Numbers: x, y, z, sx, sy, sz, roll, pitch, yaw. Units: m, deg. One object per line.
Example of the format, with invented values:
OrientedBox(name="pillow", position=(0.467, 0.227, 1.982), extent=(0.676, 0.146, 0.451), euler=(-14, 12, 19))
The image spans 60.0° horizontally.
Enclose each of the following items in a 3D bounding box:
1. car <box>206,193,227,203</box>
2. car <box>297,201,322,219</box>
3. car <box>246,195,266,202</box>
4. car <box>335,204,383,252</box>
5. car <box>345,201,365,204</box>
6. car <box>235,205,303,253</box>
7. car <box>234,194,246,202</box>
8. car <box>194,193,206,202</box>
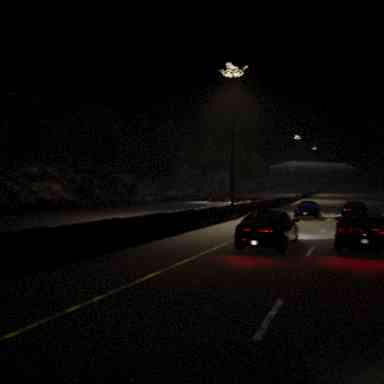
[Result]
OrientedBox(name="car", position=(4.692, 0.998, 58.711), extent=(1.882, 1.535, 5.008), euler=(0, 1, 25))
OrientedBox(name="car", position=(9.839, 1.446, 28.071), extent=(1.812, 1.442, 4.674), euler=(0, 1, 25))
OrientedBox(name="car", position=(11.048, 1.150, 55.794), extent=(1.895, 1.301, 4.718), euler=(0, 1, 25))
OrientedBox(name="car", position=(6.893, 1.491, 13.459), extent=(1.882, 1.535, 5.008), euler=(0, 1, 25))
OrientedBox(name="car", position=(12.736, 1.447, 26.011), extent=(1.837, 1.490, 4.892), euler=(0, 1, 25))
OrientedBox(name="car", position=(3.240, 1.509, 13.927), extent=(1.837, 1.490, 4.892), euler=(0, 1, 25))
OrientedBox(name="car", position=(8.415, 1.060, 58.380), extent=(2.033, 1.411, 5.357), euler=(0, 1, 26))
OrientedBox(name="car", position=(2.048, 1.011, 61.271), extent=(1.812, 1.442, 4.674), euler=(0, 1, 26))
